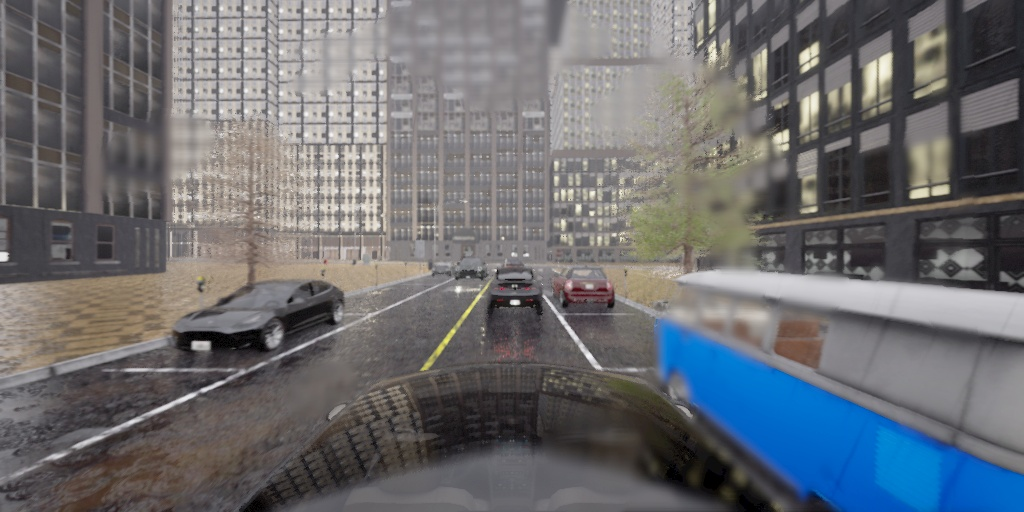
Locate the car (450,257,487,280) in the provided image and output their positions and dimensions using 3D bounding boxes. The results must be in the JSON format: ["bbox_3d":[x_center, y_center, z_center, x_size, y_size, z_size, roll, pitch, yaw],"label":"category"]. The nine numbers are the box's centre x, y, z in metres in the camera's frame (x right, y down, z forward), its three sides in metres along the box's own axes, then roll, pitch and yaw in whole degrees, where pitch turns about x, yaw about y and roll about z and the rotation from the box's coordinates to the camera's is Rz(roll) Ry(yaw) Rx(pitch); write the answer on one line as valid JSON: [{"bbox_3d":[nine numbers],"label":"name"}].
[{"bbox_3d":[-3.042,0.853,27.238,2.097,1.767,4.553,0,1,0],"label":"car"}]

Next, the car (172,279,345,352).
[{"bbox_3d":[-5.693,1.248,8.758,1.948,1.339,4.313,0,0,0],"label":"car"}]

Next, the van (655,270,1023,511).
[{"bbox_3d":[2.691,1.077,3.113,1.690,1.789,3.998,0,0,0],"label":"van"}]

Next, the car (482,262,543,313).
[{"bbox_3d":[0.095,1.143,13.280,1.837,1.490,4.892,0,0,0],"label":"car"}]

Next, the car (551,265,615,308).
[{"bbox_3d":[2.686,1.067,14.395,1.967,1.591,4.097,0,0,0],"label":"car"}]

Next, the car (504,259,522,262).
[{"bbox_3d":[0.086,0.973,29.274,2.128,1.511,4.902,0,1,0],"label":"car"}]

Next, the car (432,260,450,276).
[{"bbox_3d":[-5.831,1.013,31.326,2.007,1.370,4.403,0,0,0],"label":"car"}]
